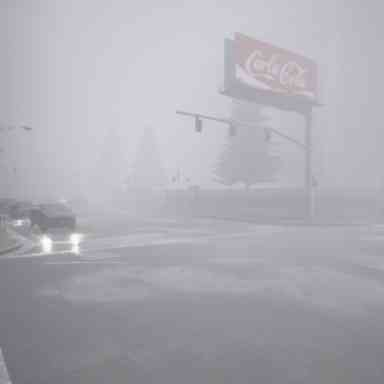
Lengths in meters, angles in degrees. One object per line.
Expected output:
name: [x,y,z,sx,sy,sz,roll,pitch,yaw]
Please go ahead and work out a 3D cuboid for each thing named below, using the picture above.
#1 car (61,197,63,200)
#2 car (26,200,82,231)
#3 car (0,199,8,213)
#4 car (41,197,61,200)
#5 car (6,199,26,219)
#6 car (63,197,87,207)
car: [-23.345,1.568,59.241,1.812,1.442,4.674,0,0,-36]
car: [-8.842,1.491,21.004,1.882,1.535,5.008,0,0,-36]
car: [-20.469,1.519,37.139,1.837,1.490,4.892,0,0,-36]
car: [-22.583,1.511,52.353,1.882,1.535,5.008,0,0,-36]
car: [-14.628,1.578,29.024,1.994,1.385,4.181,0,0,-36]
car: [-17.858,1.534,51.787,2.128,1.511,4.902,0,0,-36]
